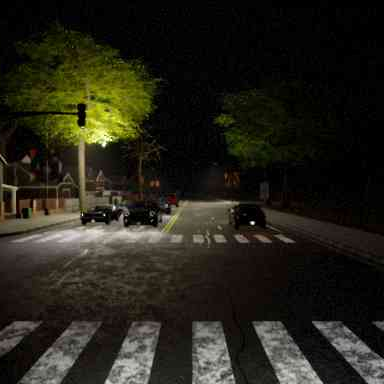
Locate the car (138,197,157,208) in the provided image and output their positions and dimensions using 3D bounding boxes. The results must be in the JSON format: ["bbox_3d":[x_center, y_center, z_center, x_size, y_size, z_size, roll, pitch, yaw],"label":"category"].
[{"bbox_3d":[-6.342,1.478,47.912,2.128,1.511,4.902,0,0,1],"label":"car"}]

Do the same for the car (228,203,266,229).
[{"bbox_3d":[3.454,1.495,21.312,1.837,1.490,4.892,0,0,0],"label":"car"}]

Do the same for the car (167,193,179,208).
[{"bbox_3d":[-3.090,1.202,48.529,2.150,2.045,5.566,0,1,1],"label":"car"}]

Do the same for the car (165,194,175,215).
[{"bbox_3d":[-3.178,1.339,33.410,2.097,1.767,4.553,0,0,0],"label":"car"}]

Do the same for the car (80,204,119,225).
[{"bbox_3d":[-6.477,1.590,24.040,1.895,1.301,4.718,0,0,0],"label":"car"}]

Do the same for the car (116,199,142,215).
[{"bbox_3d":[-6.413,1.512,34.562,1.812,1.442,4.674,0,0,0],"label":"car"}]

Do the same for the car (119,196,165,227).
[{"bbox_3d":[-3.235,1.342,22.542,2.097,1.767,4.553,0,0,0],"label":"car"}]
